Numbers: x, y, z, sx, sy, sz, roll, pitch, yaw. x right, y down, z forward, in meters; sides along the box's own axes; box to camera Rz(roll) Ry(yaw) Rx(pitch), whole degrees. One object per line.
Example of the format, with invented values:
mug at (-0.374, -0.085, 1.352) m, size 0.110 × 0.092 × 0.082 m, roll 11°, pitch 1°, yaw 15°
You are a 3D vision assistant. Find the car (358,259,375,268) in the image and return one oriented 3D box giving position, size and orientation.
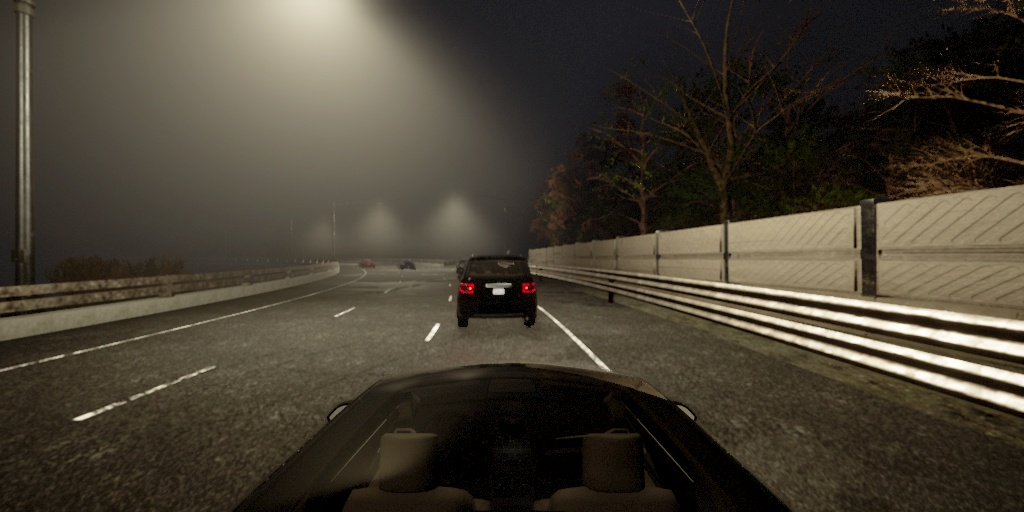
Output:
car at (-23.569, 1.180, 57.987) m, size 1.994 × 1.385 × 4.181 m, roll 0°, pitch 0°, yaw -32°

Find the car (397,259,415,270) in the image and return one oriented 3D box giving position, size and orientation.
car at (-14.356, 1.163, 48.529) m, size 1.812 × 1.442 × 4.674 m, roll 0°, pitch 0°, yaw -25°

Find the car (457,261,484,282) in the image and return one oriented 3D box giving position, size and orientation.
car at (-3.418, 1.209, 28.810) m, size 1.812 × 1.442 × 4.674 m, roll 0°, pitch 0°, yaw -11°

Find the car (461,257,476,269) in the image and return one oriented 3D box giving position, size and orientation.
car at (-6.685, 0.969, 55.528) m, size 2.097 × 1.767 × 4.553 m, roll 0°, pitch 0°, yaw -3°

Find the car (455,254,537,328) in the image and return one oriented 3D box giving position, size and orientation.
car at (-0.576, 0.950, 11.506) m, size 2.150 × 2.045 × 5.566 m, roll 0°, pitch 0°, yaw -5°
